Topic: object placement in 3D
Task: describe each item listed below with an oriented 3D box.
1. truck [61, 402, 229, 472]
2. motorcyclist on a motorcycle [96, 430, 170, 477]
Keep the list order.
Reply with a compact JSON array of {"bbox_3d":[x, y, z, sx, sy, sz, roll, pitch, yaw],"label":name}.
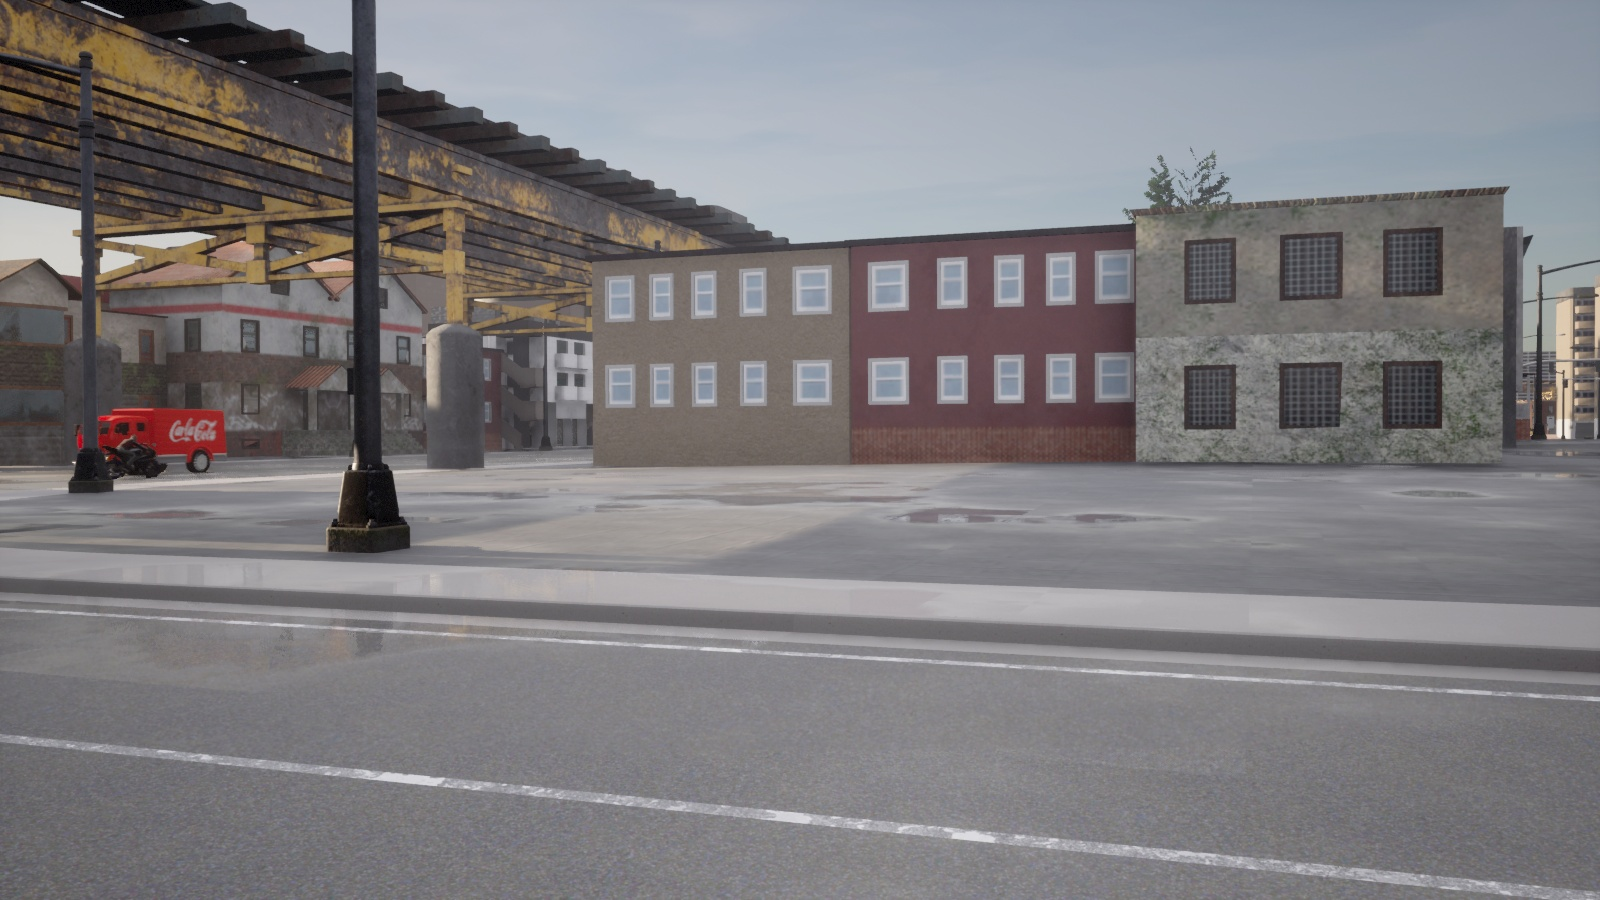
[{"bbox_3d":[-24.489,-0.508,47.213,2.627,2.467,5.204,1,1,20],"label":"truck"},{"bbox_3d":[-22.516,0.097,42.449,0.866,1.530,2.191,1,1,20],"label":"motorcyclist on a motorcycle"}]
